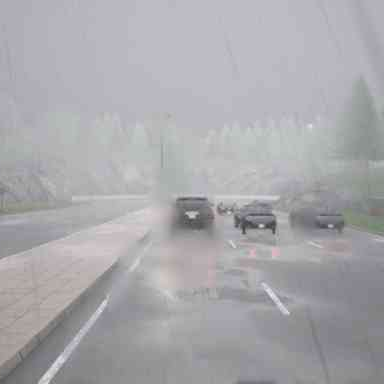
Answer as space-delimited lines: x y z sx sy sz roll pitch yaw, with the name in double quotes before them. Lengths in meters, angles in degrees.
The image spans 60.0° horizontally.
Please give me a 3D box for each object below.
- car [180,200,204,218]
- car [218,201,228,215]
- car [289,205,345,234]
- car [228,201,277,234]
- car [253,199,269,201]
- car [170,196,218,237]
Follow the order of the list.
"car" 0.025 1.548 32.069 2.033 1.411 5.357 0 0 1
"car" 3.542 1.601 33.630 1.895 1.301 4.718 0 0 1
"car" 7.047 1.492 19.246 2.128 1.511 4.902 0 0 1
"car" 3.547 1.492 19.247 2.128 1.511 4.902 0 0 1
"car" 7.048 1.506 34.268 1.837 1.490 4.892 0 0 1
"car" 0.035 1.223 18.113 2.150 2.045 5.566 0 0 1
